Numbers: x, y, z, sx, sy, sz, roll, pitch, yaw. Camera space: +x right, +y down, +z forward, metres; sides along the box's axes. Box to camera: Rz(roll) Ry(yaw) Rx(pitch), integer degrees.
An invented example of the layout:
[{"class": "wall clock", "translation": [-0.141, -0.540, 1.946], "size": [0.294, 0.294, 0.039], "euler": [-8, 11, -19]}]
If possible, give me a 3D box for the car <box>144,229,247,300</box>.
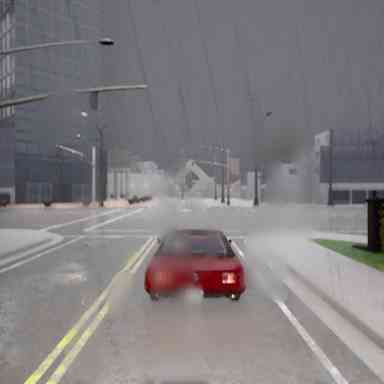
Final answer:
[{"class": "car", "translation": [0.070, 1.561, 8.213], "size": [1.895, 1.301, 4.718], "euler": [0, 0, 0]}]
